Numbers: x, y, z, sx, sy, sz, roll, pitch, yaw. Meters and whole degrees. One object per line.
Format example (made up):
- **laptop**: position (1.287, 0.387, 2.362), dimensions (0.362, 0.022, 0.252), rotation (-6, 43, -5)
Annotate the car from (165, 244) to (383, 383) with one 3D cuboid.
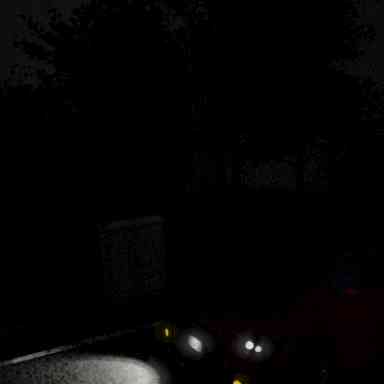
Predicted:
- **car**: position (1.719, 1.522, 4.847), dimensions (4.181, 1.385, 1.994), rotation (-1, 1, -32)
